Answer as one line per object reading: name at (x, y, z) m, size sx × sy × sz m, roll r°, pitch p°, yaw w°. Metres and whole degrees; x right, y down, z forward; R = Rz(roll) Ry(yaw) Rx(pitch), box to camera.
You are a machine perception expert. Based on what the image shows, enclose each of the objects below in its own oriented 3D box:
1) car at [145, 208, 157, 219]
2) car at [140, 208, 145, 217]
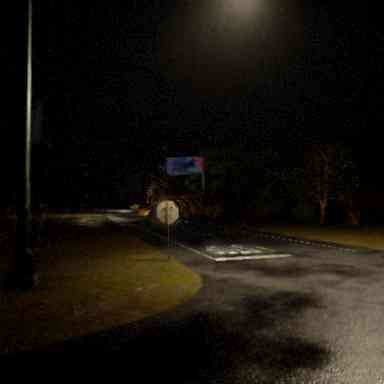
car at (-5.400, 3.284, 50.608) m, size 1.882 × 1.535 × 5.008 m, roll 0°, pitch -2°, yaw -17°
car at (-8.027, 3.585, 58.760) m, size 1.882 × 1.535 × 5.008 m, roll 0°, pitch -2°, yaw -18°
